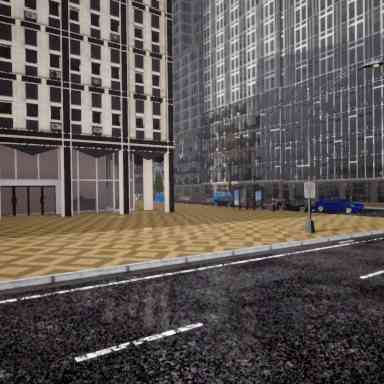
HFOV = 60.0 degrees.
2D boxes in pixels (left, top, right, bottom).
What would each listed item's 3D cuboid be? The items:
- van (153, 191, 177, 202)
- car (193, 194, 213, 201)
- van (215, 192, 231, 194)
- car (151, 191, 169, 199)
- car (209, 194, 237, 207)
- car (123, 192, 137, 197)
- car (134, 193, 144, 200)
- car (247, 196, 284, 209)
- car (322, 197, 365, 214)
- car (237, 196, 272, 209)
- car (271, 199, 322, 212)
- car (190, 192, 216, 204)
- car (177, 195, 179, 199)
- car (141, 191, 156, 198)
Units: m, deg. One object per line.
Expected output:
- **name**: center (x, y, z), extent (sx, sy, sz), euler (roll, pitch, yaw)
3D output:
- **van**: center (-4.867, 0.937, 58.810), extent (1.690, 1.788, 3.998), euler (0, 1, -34)
- **car**: center (2.065, 1.043, 63.521), extent (1.802, 1.307, 4.206), euler (0, 1, -34)
- **van**: center (5.258, 0.855, 58.816), extent (1.690, 1.788, 3.998), euler (0, 1, -34)
- **car**: center (-7.517, 0.615, 77.622), extent (2.192, 1.841, 5.009), euler (0, 1, -34)
- **car**: center (4.669, 1.319, 44.681), extent (1.947, 1.339, 4.313), euler (0, 1, -34)
- **car**: center (-17.098, 0.688, 91.728), extent (2.008, 1.369, 4.403), euler (0, 1, -34)
- **car**: center (-11.255, 1.039, 68.216), extent (2.008, 1.369, 4.403), euler (0, 1, -34)
- **car**: center (9.283, 1.276, 42.581), extent (1.812, 1.442, 4.674), euler (-1, 1, -34)
- **car**: center (15.047, 1.321, 34.092), extent (1.882, 1.535, 5.008), euler (-1, 1, -34)
- **car**: center (7.815, 1.388, 39.947), extent (1.802, 1.307, 4.206), euler (0, 1, -34)
- **car**: center (10.994, 1.424, 35.234), extent (1.947, 1.339, 4.313), euler (0, 1, -34)
- **car**: center (1.401, 1.148, 54.217), extent (1.812, 1.442, 4.674), euler (-1, 1, -34)
- **car**: center (-4.322, 0.935, 72.924), extent (1.802, 1.307, 4.206), euler (0, 1, -34)
- **car**: center (-10.711, 0.686, 82.324), extent (1.967, 1.590, 4.097), euler (0, 1, -34)
